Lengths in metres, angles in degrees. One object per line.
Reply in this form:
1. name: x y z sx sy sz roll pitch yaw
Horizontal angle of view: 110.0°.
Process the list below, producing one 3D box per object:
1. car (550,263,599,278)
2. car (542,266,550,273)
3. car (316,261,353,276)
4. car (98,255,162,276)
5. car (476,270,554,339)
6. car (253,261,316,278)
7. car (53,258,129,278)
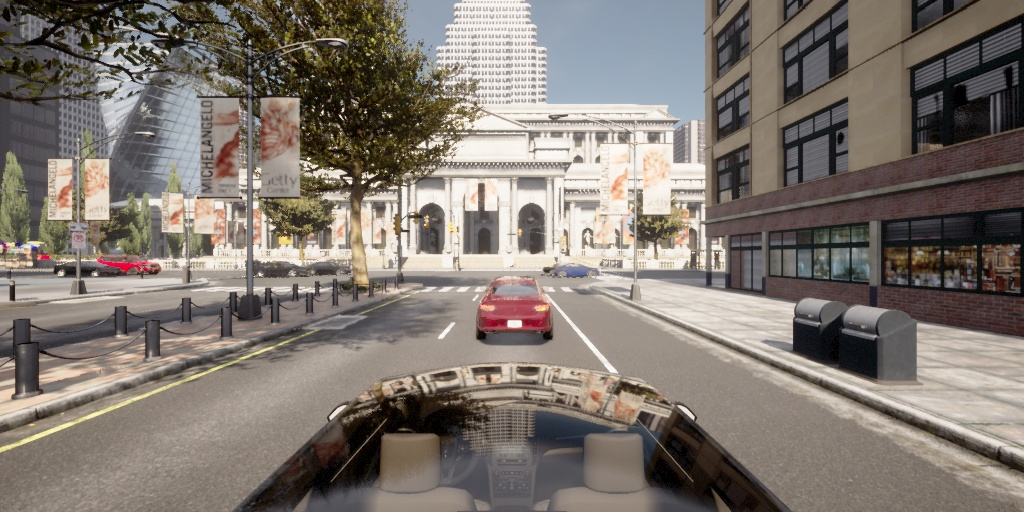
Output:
1. car: 5.935 1.314 33.160 4.181 1.385 1.994 0 0 0
2. car: 5.422 1.351 36.663 4.718 1.301 1.895 0 0 0
3. car: -18.780 1.276 36.794 4.674 1.442 1.812 0 0 0
4. car: -39.522 0.964 36.889 5.566 2.045 2.150 1 0 0
5. car: 0.074 1.276 9.929 1.812 1.442 4.674 0 0 0
6. car: -21.350 1.255 33.308 4.892 1.490 1.837 0 0 0
7. car: -39.378 1.228 33.387 5.008 1.535 1.882 1 0 0
